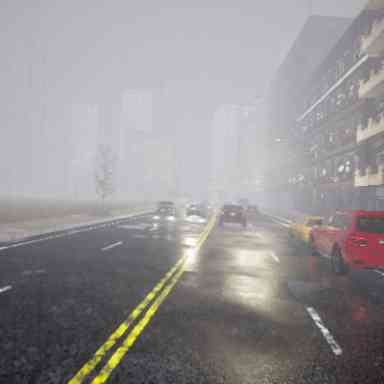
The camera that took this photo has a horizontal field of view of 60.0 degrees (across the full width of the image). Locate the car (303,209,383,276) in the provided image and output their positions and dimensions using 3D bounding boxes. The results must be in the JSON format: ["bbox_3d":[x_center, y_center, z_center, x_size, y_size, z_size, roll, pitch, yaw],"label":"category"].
[{"bbox_3d":[5.739,1.627,11.687,2.150,2.045,5.566,3,0,7],"label":"car"}]

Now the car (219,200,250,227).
[{"bbox_3d":[3.324,1.763,27.303,2.097,1.767,4.553,3,0,6],"label":"car"}]

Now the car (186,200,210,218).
[{"bbox_3d":[0.541,1.874,34.310,2.033,1.411,5.357,3,-1,5],"label":"car"}]

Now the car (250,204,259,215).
[{"bbox_3d":[8.212,2.405,46.454,1.994,1.385,4.181,3,-1,4],"label":"car"}]

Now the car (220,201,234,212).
[{"bbox_3d":[5.304,2.257,51.160,1.812,1.442,4.674,3,-1,4],"label":"car"}]

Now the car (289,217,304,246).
[{"bbox_3d":[6.465,1.949,17.854,1.801,1.575,5.366,3,0,7],"label":"car"}]

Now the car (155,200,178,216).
[{"bbox_3d":[-2.636,1.673,35.225,1.837,1.490,4.892,3,-1,5],"label":"car"}]

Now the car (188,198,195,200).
[{"bbox_3d":[-0.075,2.053,77.187,1.895,1.301,4.718,3,-1,2],"label":"car"}]

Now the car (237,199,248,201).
[{"bbox_3d":[9.024,2.231,60.044,2.150,2.045,5.566,3,-1,3],"label":"car"}]
